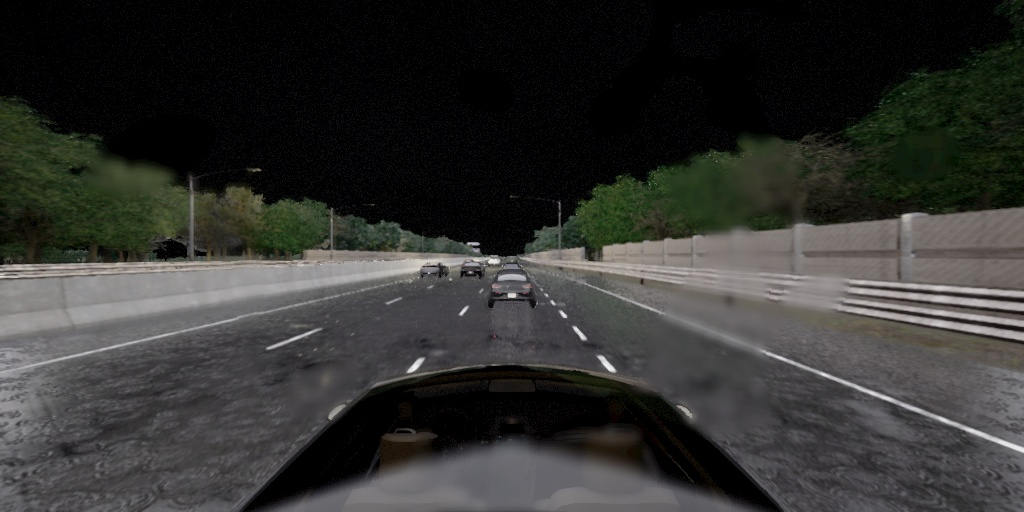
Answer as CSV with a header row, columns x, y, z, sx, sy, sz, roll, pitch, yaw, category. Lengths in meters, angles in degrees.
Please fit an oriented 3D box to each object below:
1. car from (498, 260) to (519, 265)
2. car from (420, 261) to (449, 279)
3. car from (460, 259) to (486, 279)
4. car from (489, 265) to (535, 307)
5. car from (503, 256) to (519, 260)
x,y,z,sx,sy,sz,roll,pitch,yaw,category
-0.001,1.307,32.713,1.994,1.385,4.181,0,0,0,car
-7.003,1.235,32.727,2.128,1.511,4.902,0,0,0,car
-3.504,1.221,32.739,1.882,1.535,5.008,0,0,0,car
-0.001,1.276,15.479,1.812,1.442,4.674,0,0,0,car
-0.005,0.968,58.622,2.150,2.045,5.566,0,0,0,car
